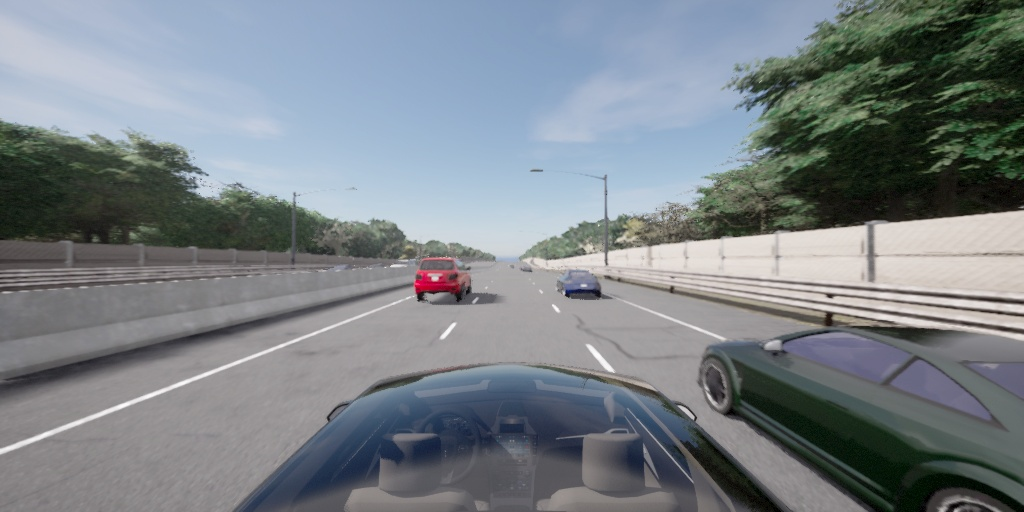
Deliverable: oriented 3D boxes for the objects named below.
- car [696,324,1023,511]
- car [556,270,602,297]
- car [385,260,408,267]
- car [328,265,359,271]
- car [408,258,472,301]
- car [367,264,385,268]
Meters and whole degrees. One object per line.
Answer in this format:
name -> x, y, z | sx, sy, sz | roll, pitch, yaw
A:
car -> 3.600, 1.327, 3.388 | 1.994, 1.385, 4.181 | 0, 0, 0
car -> 3.606, 1.459, 19.966 | 1.994, 1.385, 4.181 | 0, 0, 0
car -> -14.034, 1.515, 46.522 | 2.150, 2.045, 5.566 | 0, -1, 1
car -> -21.039, 1.807, 44.938 | 2.033, 1.411, 5.357 | 0, -1, 1
car -> -3.394, 1.105, 18.503 | 2.150, 2.045, 5.566 | 0, 0, 0
car -> -17.532, 1.804, 46.620 | 1.837, 1.490, 4.892 | 0, -1, 1
